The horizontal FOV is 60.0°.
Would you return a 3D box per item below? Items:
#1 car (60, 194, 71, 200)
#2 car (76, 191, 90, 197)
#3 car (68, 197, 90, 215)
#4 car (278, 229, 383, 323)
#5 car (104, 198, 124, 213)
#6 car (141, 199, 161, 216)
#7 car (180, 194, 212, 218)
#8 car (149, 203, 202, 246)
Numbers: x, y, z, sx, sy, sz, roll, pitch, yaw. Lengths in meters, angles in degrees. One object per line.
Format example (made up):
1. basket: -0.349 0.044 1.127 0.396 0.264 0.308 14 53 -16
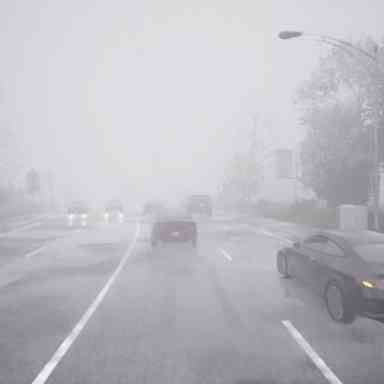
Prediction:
1. car: -27.405 1.164 72.534 2.097 1.767 4.553 0 0 -31
2. car: -24.564 0.829 74.603 2.150 2.045 5.566 0 0 -31
3. car: -11.704 1.563 34.564 1.994 1.385 4.181 0 0 -14
4. car: 3.291 1.515 7.058 1.812 1.442 4.674 0 0 -3
5. car: -8.753 1.500 37.155 1.837 1.490 4.892 0 0 -15
6. car: -3.962 1.470 33.203 1.882 1.535 5.008 0 0 -13
7. car: 0.264 1.210 30.426 2.150 2.045 5.566 0 0 -12
8. car: -0.890 1.473 15.356 1.882 1.535 5.008 0 0 -6
